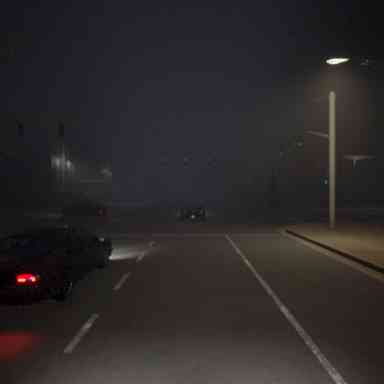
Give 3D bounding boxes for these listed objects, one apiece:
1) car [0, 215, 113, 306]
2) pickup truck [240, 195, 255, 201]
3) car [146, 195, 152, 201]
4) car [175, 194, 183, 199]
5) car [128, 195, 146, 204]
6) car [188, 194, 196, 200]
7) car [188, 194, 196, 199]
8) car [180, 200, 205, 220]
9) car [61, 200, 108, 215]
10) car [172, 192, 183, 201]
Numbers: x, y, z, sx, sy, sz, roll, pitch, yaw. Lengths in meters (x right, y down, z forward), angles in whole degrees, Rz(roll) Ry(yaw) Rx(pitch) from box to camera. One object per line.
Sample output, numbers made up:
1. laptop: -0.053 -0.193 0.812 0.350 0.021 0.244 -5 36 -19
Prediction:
1. car: -3.440 1.532 8.211 2.033 1.411 5.357 0 0 0
2. pickup truck: 13.119 0.925 75.657 2.390 2.098 6.274 0 0 31
3. car: -10.502 1.416 77.608 1.994 1.385 4.181 0 0 0
4. car: -3.503 1.261 90.240 1.895 1.301 4.718 0 0 0
5. car: -10.517 1.439 62.132 2.033 1.411 5.357 0 0 0
6. car: -0.002 1.390 79.919 2.033 1.411 5.357 0 0 0
7. car: -0.003 1.261 90.240 1.895 1.301 4.718 0 0 0
8. car: 0.080 1.553 27.296 1.895 1.301 4.718 0 0 0
9. car: -9.340 1.428 28.618 5.008 1.535 1.882 0 -1 39
10. car: -3.502 1.076 79.547 2.150 2.045 5.566 0 0 0
